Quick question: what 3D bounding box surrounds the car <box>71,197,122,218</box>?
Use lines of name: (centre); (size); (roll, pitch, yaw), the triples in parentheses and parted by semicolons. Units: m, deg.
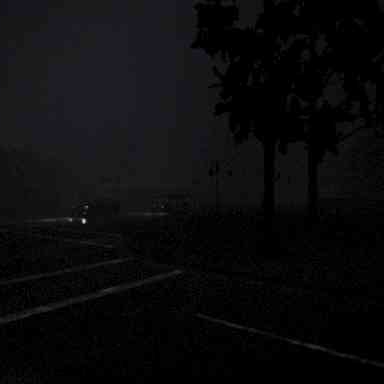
car: (-8.445, 1.300, 29.776); (2.097, 1.767, 4.553); (0, 0, 34)

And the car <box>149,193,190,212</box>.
car: (-2.502, 1.168, 38.471); (2.150, 2.045, 5.566); (0, 0, 35)

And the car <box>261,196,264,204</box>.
car: (13.554, 1.300, 59.834); (2.097, 1.767, 4.553); (0, 0, 10)
